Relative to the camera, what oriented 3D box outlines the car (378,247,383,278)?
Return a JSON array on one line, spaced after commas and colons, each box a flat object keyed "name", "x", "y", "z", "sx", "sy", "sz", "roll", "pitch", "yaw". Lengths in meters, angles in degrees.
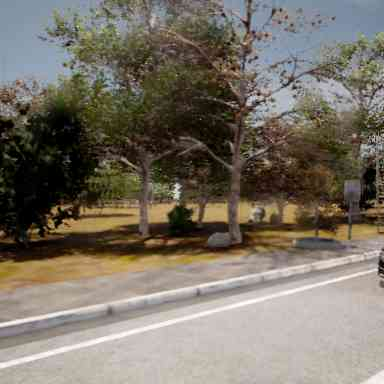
[{"name": "car", "x": 6.736, "y": 1.510, "z": 8.637, "sx": 4.902, "sy": 1.511, "sz": 2.128, "roll": 0, "pitch": 0, "yaw": -35}]
